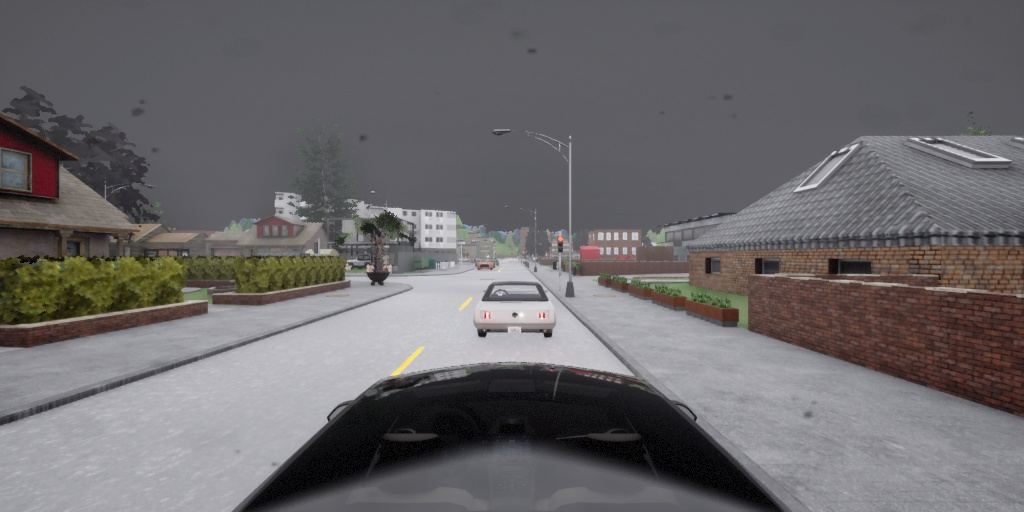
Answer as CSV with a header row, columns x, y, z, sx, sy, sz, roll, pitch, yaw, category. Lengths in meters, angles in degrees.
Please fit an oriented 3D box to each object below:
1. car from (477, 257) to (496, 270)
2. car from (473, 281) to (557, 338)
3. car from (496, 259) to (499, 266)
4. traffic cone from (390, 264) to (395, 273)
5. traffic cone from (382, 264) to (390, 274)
x,y,z,sx,sy,sz,roll,pitch,yaw,category
-3.826,1.102,52.297,2.097,1.767,4.553,0,0,0,car
0.096,1.351,10.191,1.895,1.301,4.718,0,0,1,car
-3.755,1.255,61.678,1.837,1.490,4.892,0,0,1,car
-15.162,1.558,44.708,0.344,0.586,0.344,0,0,0,traffic cone
-15.526,1.561,44.141,0.344,0.586,0.344,0,0,0,traffic cone
